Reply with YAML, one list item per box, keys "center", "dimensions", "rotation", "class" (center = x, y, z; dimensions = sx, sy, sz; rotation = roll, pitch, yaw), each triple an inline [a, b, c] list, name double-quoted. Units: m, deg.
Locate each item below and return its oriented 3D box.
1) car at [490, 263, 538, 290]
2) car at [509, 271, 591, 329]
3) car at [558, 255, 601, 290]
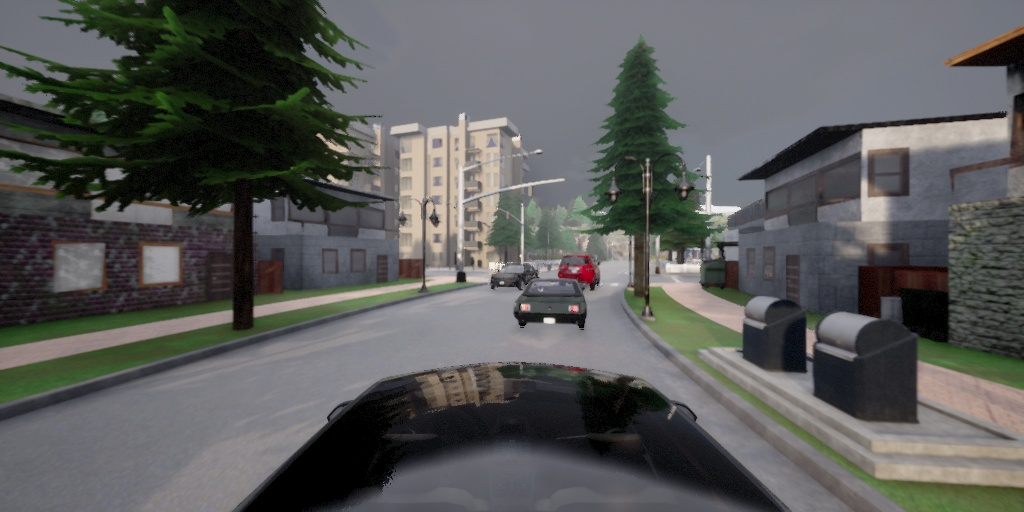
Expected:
- center: [0.264, 1.203, 22.134]
  dimensions: [1.882, 1.535, 5.008]
  rotation: [0, 0, 19]
  class: "car"
- center: [1.330, 1.339, 11.210]
  dimensions: [1.895, 1.301, 4.718]
  rotation: [0, 0, 10]
  class: "car"
- center: [4.312, 0.946, 22.687]
  dimensions: [2.150, 2.045, 5.566]
  rotation: [0, 0, 18]
  class: "car"
